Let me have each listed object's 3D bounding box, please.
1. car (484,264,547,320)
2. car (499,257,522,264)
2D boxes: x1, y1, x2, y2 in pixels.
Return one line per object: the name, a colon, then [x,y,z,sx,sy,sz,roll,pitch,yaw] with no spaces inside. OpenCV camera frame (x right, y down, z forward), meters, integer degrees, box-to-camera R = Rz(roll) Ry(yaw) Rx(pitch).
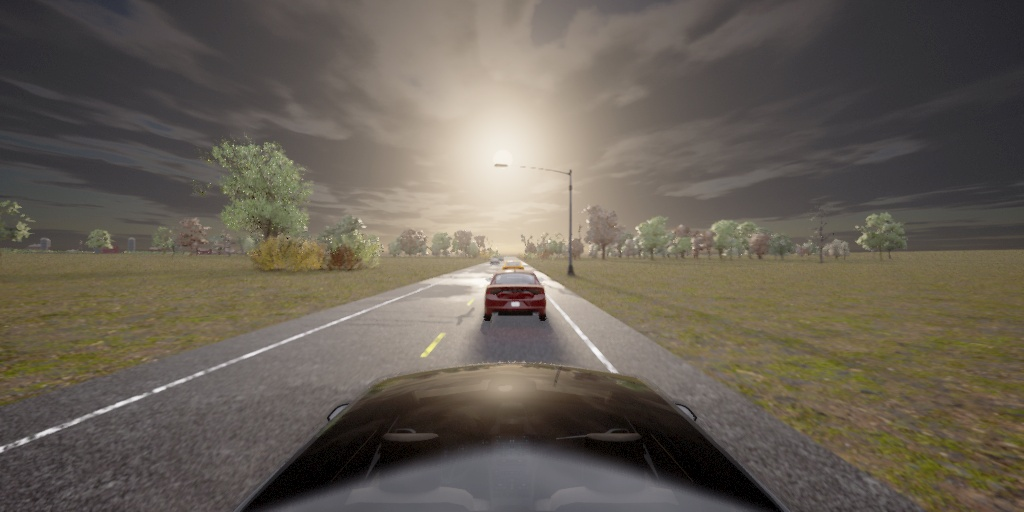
car: [0.099,1.196,12.522,1.882,1.535,5.008,0,0,0]
car: [0.099,1.142,30.684,1.882,1.535,5.008,0,0,0]
